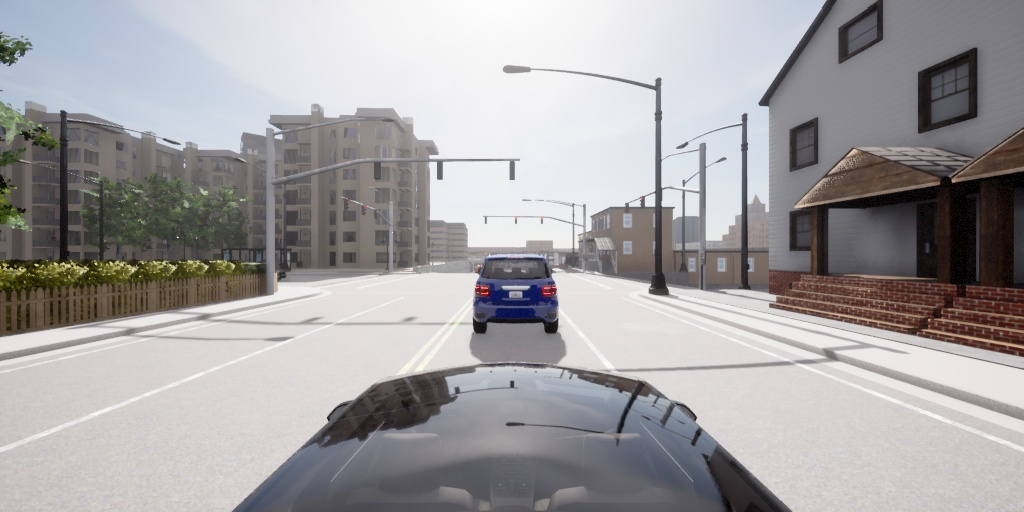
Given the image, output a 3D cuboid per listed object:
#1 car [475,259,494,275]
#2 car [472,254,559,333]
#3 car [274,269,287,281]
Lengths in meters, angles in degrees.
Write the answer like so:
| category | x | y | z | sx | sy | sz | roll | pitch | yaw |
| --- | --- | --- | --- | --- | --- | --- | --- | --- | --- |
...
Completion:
| category | x | y | z | sx | sy | sz | roll | pitch | yaw |
| --- | --- | --- | --- | --- | --- | --- | --- | --- | --- |
| car | -3.562 | 1.506 | 46.886 | 2.097 | 1.767 | 4.553 | 1 | -5 | 0 |
| car | 0.100 | 0.971 | 10.866 | 2.150 | 2.045 | 5.566 | 0 | 0 | 0 |
| car | -20.347 | 1.255 | 28.067 | 4.892 | 1.490 | 1.837 | 0 | 0 | 1 |
